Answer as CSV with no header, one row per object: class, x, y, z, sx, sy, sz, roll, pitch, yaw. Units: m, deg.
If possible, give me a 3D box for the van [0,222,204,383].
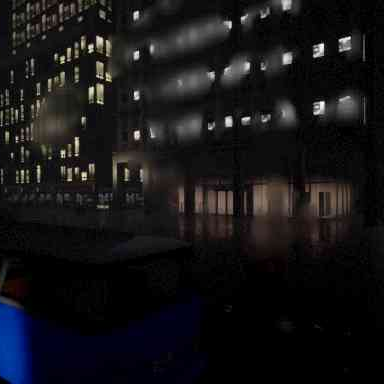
van,-1.774,1.342,4.150,3.998,1.788,1.690,0,0,36
